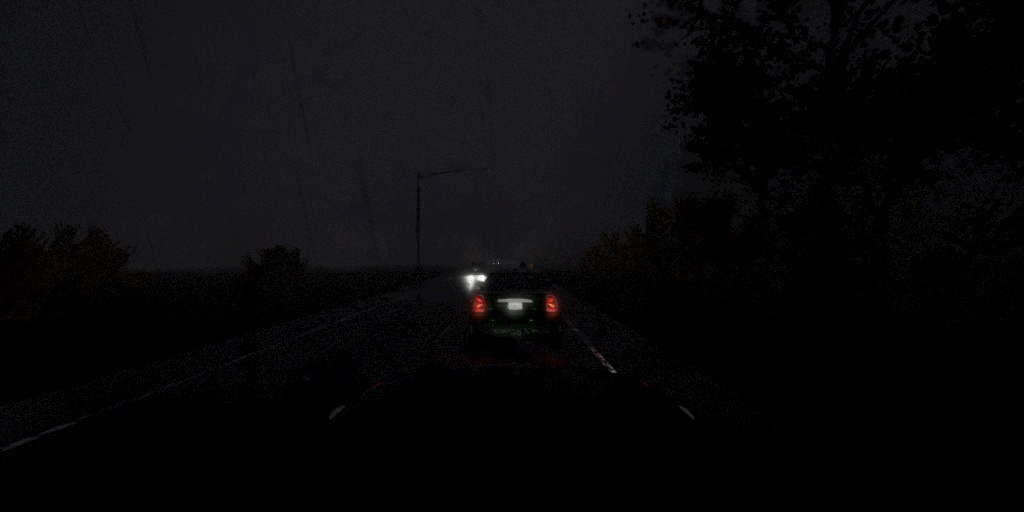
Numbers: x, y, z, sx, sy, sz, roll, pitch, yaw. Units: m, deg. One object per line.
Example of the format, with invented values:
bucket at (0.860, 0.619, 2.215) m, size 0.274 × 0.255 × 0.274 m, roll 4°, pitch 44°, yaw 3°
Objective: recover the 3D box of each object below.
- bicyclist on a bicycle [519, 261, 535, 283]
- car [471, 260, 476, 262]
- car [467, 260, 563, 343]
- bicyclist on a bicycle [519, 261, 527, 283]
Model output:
bicyclist on a bicycle at (0.902, 1.179, 17.152) m, size 0.866 × 1.612 × 1.509 m, roll 0°, pitch 0°, yaw 0°
car at (-3.838, 1.225, 39.997) m, size 2.128 × 1.511 × 4.902 m, roll 0°, pitch 0°, yaw -1°
car at (0.072, 1.098, 9.808) m, size 2.097 × 1.767 × 4.553 m, roll 0°, pitch 0°, yaw 0°
bicyclist on a bicycle at (0.839, 1.190, 27.269) m, size 0.582 × 1.620 × 1.656 m, roll 0°, pitch 0°, yaw 0°
